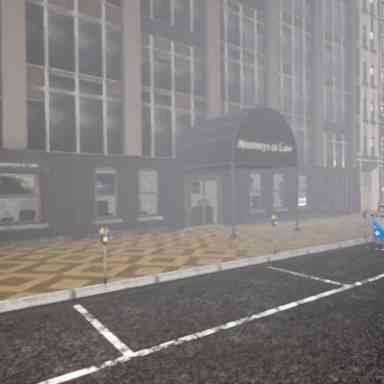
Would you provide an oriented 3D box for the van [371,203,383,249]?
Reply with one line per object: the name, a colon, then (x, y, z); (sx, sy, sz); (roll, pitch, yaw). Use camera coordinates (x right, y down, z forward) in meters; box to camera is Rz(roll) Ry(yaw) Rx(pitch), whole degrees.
van: (8.413, 1.225, 12.562); (3.998, 1.788, 1.690); (-1, 0, -35)
